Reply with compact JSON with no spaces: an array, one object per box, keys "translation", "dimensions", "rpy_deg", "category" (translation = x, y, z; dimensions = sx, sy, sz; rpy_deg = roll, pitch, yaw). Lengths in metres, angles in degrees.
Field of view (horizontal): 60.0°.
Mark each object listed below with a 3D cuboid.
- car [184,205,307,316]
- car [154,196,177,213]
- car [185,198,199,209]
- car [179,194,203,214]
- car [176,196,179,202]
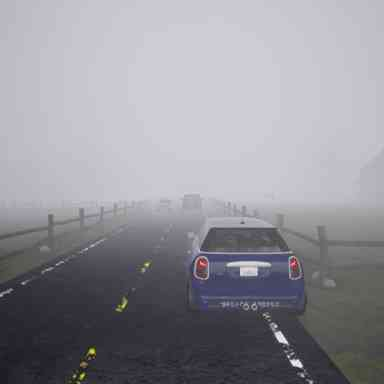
[{"translation":[0.947,1.349,7.682],"dimensions":[2.097,1.767,4.553],"rpy_deg":[0,0,0],"category":"car"},{"translation":[-2.921,1.531,36.983],"dimensions":[1.812,1.442,4.674],"rpy_deg":[0,0,0],"category":"car"},{"translation":[-0.040,1.537,46.361],"dimensions":[1.812,1.442,4.674],"rpy_deg":[0,0,0],"category":"car"},{"translation":[0.002,1.224,35.718],"dimensions":[2.150,2.045,5.566],"rpy_deg":[0,0,0],"category":"car"},{"translation":[-2.878,1.555,66.497],"dimensions":[1.812,1.442,4.674],"rpy_deg":[0,0,0],"category":"car"}]
